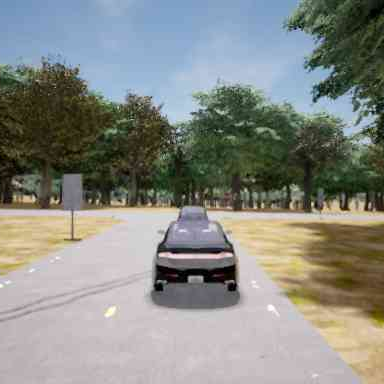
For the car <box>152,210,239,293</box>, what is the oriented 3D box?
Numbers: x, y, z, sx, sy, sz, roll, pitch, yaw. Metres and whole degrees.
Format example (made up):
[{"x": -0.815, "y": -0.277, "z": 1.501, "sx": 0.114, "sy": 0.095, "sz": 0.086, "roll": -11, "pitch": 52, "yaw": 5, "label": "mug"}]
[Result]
[{"x": 0.081, "y": 1.457, "z": 8.775, "sx": 2.128, "sy": 1.511, "sz": 4.902, "roll": 0, "pitch": 0, "yaw": 0, "label": "car"}]

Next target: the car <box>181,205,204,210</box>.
[{"x": 0.015, "y": 1.528, "z": 20.577, "sx": 2.033, "sy": 1.411, "sz": 5.357, "roll": 0, "pitch": 0, "yaw": -2, "label": "car"}]
